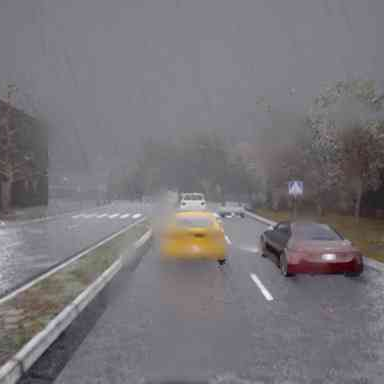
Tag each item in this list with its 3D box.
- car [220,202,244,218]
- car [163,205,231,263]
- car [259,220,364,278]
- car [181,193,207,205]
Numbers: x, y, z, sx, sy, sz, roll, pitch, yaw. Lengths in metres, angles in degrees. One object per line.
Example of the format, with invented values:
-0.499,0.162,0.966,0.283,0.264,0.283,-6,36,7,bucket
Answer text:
3.412,1.505,29.445,1.895,1.301,4.718,0,0,2,car
0.085,1.439,11.758,1.882,1.535,5.008,0,0,0,car
3.329,1.532,10.063,1.994,1.385,4.181,0,0,0,car
0.189,1.124,30.338,2.150,2.045,5.566,0,0,2,car
